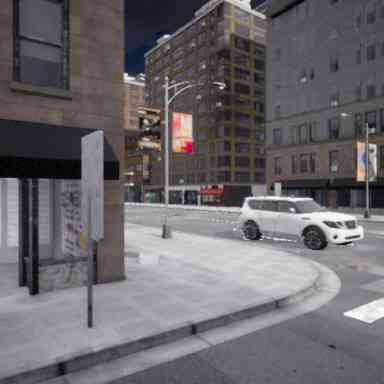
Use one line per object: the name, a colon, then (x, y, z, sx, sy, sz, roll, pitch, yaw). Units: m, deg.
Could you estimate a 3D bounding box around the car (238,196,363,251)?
car: (4.465, 1.216, 14.747, 2.150, 2.045, 5.566, 0, 0, -36)
